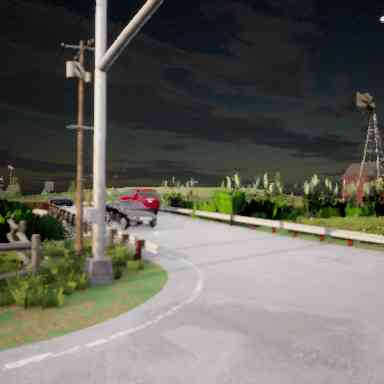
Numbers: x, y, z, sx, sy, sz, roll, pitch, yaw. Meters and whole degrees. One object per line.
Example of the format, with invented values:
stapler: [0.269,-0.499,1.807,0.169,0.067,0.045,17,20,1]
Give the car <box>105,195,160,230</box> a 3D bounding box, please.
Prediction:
car: [-3.717,1.223,19.618,2.128,1.511,4.902,1,2,-33]

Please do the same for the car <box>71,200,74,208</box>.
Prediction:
car: [-14.748,1.126,37.796,1.895,1.301,4.718,1,-2,-30]

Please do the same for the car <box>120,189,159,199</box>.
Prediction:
car: [-4.613,0.747,27.790,2.150,2.045,5.566,1,1,-32]
